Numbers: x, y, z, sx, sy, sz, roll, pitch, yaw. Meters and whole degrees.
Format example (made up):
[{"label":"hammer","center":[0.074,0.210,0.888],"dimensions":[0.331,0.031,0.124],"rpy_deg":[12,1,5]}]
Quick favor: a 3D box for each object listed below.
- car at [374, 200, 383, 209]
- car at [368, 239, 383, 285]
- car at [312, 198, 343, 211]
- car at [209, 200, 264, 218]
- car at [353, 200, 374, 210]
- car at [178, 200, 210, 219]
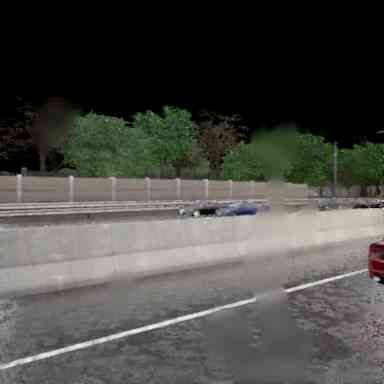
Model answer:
[{"label":"car","center":[22.858,1.551,37.250],"dimensions":[4.892,1.490,1.837],"rpy_deg":[0,0,-35]},{"label":"car","center":[6.344,1.479,8.253],"dimensions":[5.008,1.535,1.882],"rpy_deg":[0,0,-35]},{"label":"car","center":[17.006,1.545,41.669],"dimensions":[4.892,1.490,1.837],"rpy_deg":[0,0,-35]},{"label":"car","center":[4.101,1.534,28.329],"dimensions":[4.674,1.442,1.812],"rpy_deg":[0,0,-35]},{"label":"car","center":[21.761,1.649,40.754],"dimensions":[4.718,1.301,1.895],"rpy_deg":[0,0,-35]},{"label":"car","center":[1.021,1.497,29.572],"dimensions":[4.902,1.511,2.128],"rpy_deg":[0,0,-38]}]
